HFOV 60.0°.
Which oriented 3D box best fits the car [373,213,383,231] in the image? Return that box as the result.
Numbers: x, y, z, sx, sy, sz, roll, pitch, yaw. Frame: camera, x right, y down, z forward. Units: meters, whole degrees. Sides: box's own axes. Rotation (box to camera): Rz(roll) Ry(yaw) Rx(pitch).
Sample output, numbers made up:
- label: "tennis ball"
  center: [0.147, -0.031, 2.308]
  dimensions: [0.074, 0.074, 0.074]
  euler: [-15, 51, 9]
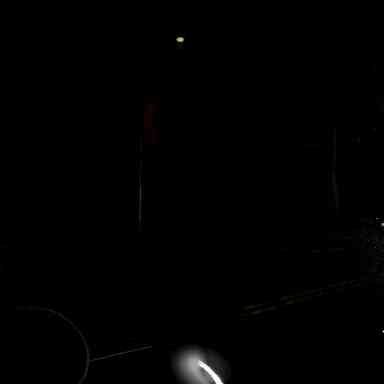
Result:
- label: "car"
  center: [12.112, 1.409, 18.298]
  dimensions: [4.902, 1.511, 2.128]
  euler: [0, 0, -27]

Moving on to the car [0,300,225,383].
- label: "car"
  center: [-1.869, 1.349, 1.966]
  dimensions: [4.553, 1.767, 2.097]
  euler: [0, 0, -36]
